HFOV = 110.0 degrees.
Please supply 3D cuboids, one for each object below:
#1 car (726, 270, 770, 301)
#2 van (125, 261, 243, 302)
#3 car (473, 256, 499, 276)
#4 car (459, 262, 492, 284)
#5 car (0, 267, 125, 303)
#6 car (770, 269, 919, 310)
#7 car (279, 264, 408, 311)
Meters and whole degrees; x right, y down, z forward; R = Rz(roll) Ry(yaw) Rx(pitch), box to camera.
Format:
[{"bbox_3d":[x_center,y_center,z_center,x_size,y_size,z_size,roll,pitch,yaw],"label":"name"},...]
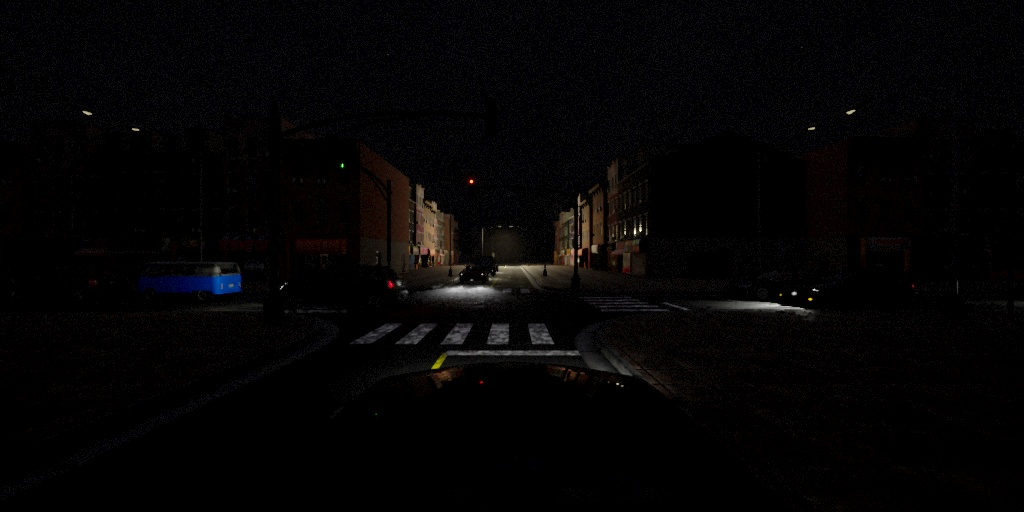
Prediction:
[{"bbox_3d":[12.284,1.267,16.503,4.403,1.370,2.007,0,0,0],"label":"car"},{"bbox_3d":[-14.718,1.124,16.423,3.998,1.789,1.690,0,0,0],"label":"van"},{"bbox_3d":[-2.790,0.993,37.178,2.150,2.045,5.566,0,0,0],"label":"car"},{"bbox_3d":[-2.805,1.365,27.313,1.895,1.301,4.718,0,0,0],"label":"car"},{"bbox_3d":[-20.193,1.239,16.406,4.097,1.591,1.967,0,0,0],"label":"car"},{"bbox_3d":[12.985,1.277,13.971,4.181,1.385,1.994,0,0,0],"label":"car"},{"bbox_3d":[-6.497,1.111,13.910,4.553,1.767,2.097,0,0,0],"label":"car"}]
